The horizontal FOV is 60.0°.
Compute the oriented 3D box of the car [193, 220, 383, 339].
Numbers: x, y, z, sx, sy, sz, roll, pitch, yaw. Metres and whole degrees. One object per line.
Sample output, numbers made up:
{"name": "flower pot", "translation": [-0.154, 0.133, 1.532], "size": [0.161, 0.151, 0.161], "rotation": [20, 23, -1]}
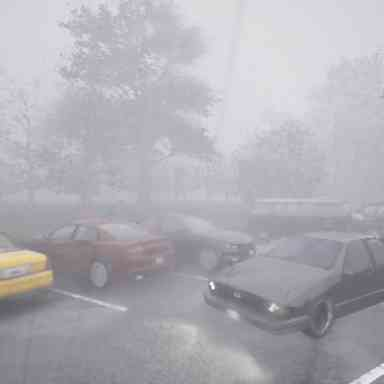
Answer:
{"name": "car", "translation": [2.836, 1.549, 6.757], "size": [5.357, 1.411, 2.033], "rotation": [0, 0, -35]}

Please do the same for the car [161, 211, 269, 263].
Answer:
{"name": "car", "translation": [-0.350, 1.488, 10.927], "size": [5.008, 1.535, 2.097], "rotation": [-1, -1, 35]}

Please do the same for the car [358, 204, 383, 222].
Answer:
{"name": "car", "translation": [6.986, 1.497, 15.987], "size": [5.008, 1.535, 2.097], "rotation": [-1, -1, 36]}

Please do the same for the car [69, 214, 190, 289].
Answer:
{"name": "car", "translation": [-2.779, 1.486, 9.204], "size": [5.008, 1.535, 2.097], "rotation": [-1, -1, 35]}

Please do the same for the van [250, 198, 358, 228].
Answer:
{"name": "van", "translation": [4.434, 1.269, 14.367], "size": [4.442, 1.987, 1.878], "rotation": [-1, -1, 35]}

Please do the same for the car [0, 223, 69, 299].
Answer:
{"name": "car", "translation": [-5.362, 1.483, 7.599], "size": [5.366, 1.575, 1.946], "rotation": [-1, -1, 34]}
